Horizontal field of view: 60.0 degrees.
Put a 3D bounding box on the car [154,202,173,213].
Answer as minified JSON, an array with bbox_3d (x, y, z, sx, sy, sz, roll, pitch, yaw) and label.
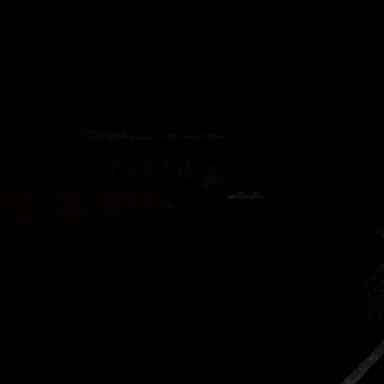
[{"bbox_3d":[-5.149,2.143,47.476,5.008,1.535,1.882,0,-1,6],"label":"car"}]
